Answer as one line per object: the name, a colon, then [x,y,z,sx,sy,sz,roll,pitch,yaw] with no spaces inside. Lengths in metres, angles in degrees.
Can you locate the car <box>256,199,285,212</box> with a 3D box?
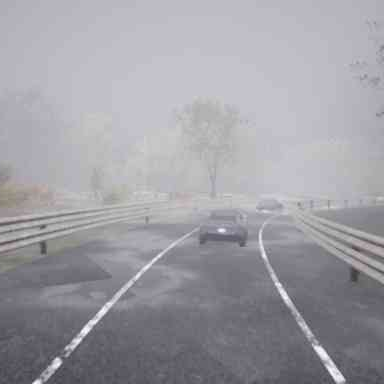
car: [8.977,1.507,37.826,2.033,1.411,5.357,2,0,31]

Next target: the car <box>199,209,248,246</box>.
car: [1.532,1.486,15.112,1.994,1.385,4.181,1,0,10]
